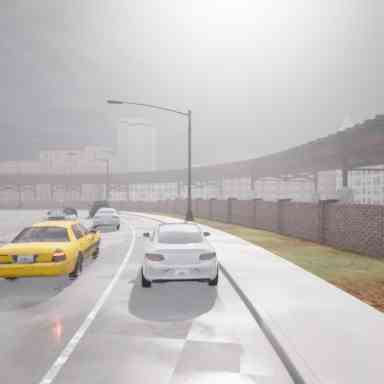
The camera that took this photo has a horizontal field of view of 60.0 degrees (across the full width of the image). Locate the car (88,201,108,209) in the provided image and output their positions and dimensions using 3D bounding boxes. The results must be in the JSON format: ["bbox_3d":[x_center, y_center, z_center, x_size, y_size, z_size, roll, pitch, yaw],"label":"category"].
[{"bbox_3d":[-11.693,2.117,41.725,2.150,2.045,5.566,0,-2,-22],"label":"car"}]

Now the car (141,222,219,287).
[{"bbox_3d":[-0.407,1.583,9.382,1.812,1.442,4.674,0,-1,-5],"label":"car"}]

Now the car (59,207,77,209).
[{"bbox_3d":[-10.101,2.038,25.566,1.895,1.301,4.718,0,-2,-14],"label":"car"}]

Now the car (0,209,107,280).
[{"bbox_3d":[-4.023,1.523,10.101,1.801,1.575,5.366,0,-1,-6],"label":"car"}]

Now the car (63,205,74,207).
[{"bbox_3d":[-15.500,2.428,41.648,1.837,1.490,4.892,0,-2,-23],"label":"car"}]

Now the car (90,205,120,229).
[{"bbox_3d":[-6.317,1.920,24.689,1.812,1.442,4.674,0,-1,-13],"label":"car"}]
